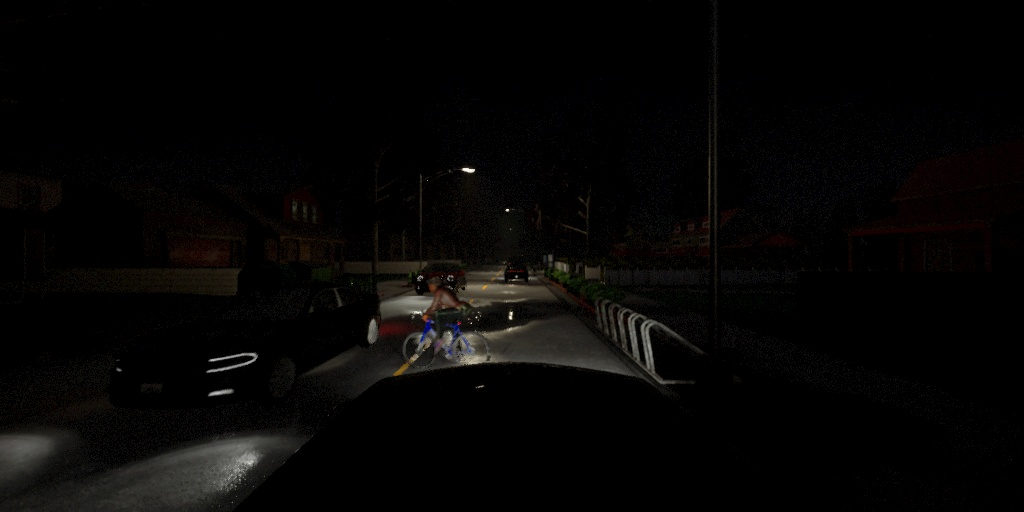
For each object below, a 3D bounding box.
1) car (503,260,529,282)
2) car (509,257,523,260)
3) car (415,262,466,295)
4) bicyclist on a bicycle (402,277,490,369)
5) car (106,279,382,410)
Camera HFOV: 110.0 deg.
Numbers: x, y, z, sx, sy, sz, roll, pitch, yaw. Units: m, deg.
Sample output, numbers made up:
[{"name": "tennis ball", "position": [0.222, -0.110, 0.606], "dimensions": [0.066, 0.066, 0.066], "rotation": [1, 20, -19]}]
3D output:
[{"name": "car", "position": [0.364, 1.326, 29.677], "dimensions": [1.837, 1.490, 4.892], "rotation": [0, 0, 1]}, {"name": "car", "position": [0.504, 1.080, 44.390], "dimensions": [2.150, 2.045, 5.566], "rotation": [0, 0, 1]}, {"name": "car", "position": [-3.910, 1.148, 20.267], "dimensions": [2.097, 1.767, 4.553], "rotation": [0, 0, 1]}, {"name": "bicyclist on a bicycle", "position": [-1.181, 1.183, 6.213], "dimensions": [1.656, 1.620, 0.582], "rotation": [-3, -1, 14]}, {"name": "car", "position": [-4.052, 1.239, 6.551], "dimensions": [1.882, 1.535, 5.008], "rotation": [0, 0, 1]}]
